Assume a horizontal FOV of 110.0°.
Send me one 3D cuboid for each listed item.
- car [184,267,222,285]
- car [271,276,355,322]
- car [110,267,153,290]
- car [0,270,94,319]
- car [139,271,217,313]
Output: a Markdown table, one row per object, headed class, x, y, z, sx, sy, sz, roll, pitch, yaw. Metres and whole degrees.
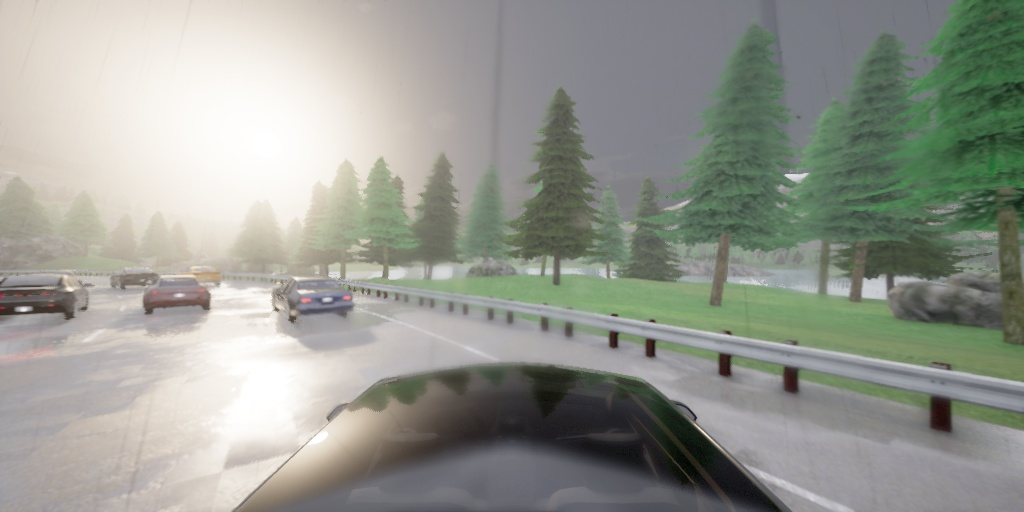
| class | x | y | z | sx | sy | sz | roll | pitch | yaw |
| --- | --- | --- | --- | --- | --- | --- | --- | --- | --- |
| car | -25.038 | 1.577 | 28.627 | 5.008 | 1.535 | 1.882 | -1 | -1 | 35 |
| car | -7.435 | 1.444 | 13.163 | 2.033 | 1.411 | 5.357 | 1 | -1 | -41 |
| car | -27.397 | 1.546 | 26.017 | 5.008 | 1.535 | 1.882 | -1 | -1 | 34 |
| car | -16.556 | 1.400 | 12.650 | 1.837 | 1.490 | 4.892 | 1 | -2 | -44 |
| car | -14.072 | 1.489 | 15.095 | 1.994 | 1.385 | 4.181 | 1 | -1 | -45 |
